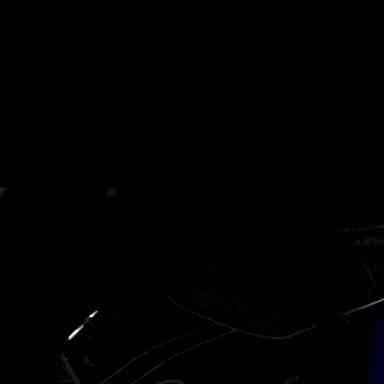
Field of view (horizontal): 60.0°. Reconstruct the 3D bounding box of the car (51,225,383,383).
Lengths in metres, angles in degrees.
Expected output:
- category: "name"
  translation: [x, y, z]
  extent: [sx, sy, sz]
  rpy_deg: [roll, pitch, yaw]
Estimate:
- category: "car"
  translation: [0.915, 1.331, 3.671]
  extent: [4.553, 1.767, 2.097]
  rpy_deg: [0, 0, -34]
